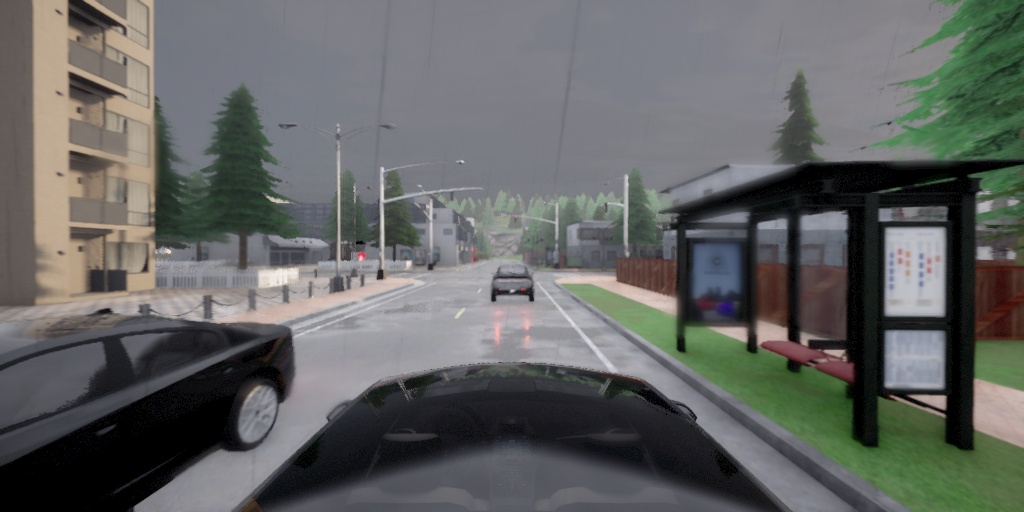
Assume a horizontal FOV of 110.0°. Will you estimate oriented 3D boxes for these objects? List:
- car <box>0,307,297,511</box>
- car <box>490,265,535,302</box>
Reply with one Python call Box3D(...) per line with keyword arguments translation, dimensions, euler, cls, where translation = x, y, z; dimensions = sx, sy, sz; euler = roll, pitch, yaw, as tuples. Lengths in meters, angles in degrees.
Box3D(translation=(-3.575, 1.224, 2.309), dimensions=(1.882, 1.535, 5.008), euler=(0, 0, 0), cls="car")
Box3D(translation=(0.033, 1.149, 16.366), dimensions=(2.128, 1.511, 4.902), euler=(0, 0, 0), cls="car")
